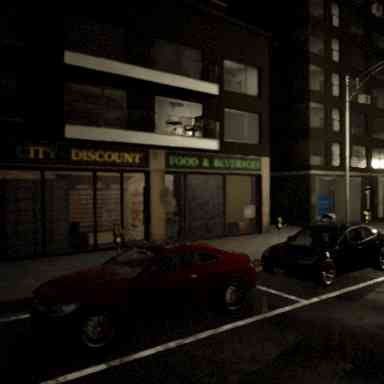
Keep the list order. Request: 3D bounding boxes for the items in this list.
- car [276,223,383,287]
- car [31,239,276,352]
[{"bbox_3d":[3.880,1.564,9.312,4.313,1.339,1.947,0,-1,-36],"label":"car"},{"bbox_3d":[-0.622,1.581,6.099,4.206,1.307,1.802,0,-1,-36],"label":"car"}]
